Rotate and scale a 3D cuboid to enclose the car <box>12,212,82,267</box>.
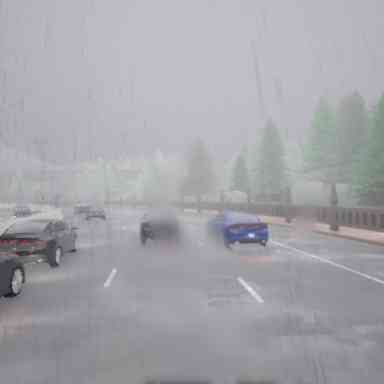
[{"bbox_3d":[-5.431,1.723,12.086,1.837,1.490,4.892,-1,-1,-8],"label":"car"}]

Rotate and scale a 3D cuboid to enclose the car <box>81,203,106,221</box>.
[{"bbox_3d":[-9.911,2.094,33.948,2.033,1.411,5.357,0,-1,-21],"label":"car"}]

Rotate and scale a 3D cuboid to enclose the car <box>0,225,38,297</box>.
[{"bbox_3d":[-4.777,1.640,6.081,1.837,1.490,4.892,-1,-1,-5],"label":"car"}]

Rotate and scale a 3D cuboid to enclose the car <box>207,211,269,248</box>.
[{"bbox_3d":[2.031,1.656,15.998,1.882,1.535,5.008,0,-1,-9],"label":"car"}]

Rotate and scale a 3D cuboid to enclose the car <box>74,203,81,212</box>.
[{"bbox_3d":[-14.707,2.224,45.351,1.882,1.535,5.008,0,-1,-30],"label":"car"}]

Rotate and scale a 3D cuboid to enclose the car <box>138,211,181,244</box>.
[{"bbox_3d":[-1.740,1.718,17.320,1.882,1.535,5.008,0,-1,-10],"label":"car"}]
